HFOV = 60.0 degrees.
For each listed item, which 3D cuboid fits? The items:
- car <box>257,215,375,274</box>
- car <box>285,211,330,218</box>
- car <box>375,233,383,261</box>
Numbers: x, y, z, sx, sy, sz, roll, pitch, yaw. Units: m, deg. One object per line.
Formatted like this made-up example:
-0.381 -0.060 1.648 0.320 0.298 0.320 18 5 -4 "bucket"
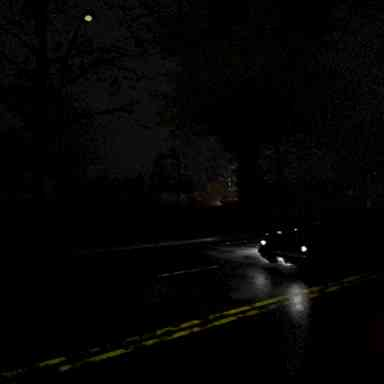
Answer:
4.330 1.616 10.761 4.718 1.301 1.895 0 0 -35 "car"
5.396 1.587 15.515 4.181 1.385 1.994 0 0 -35 "car"
7.312 1.239 8.668 5.566 2.045 2.150 0 0 -36 "car"
